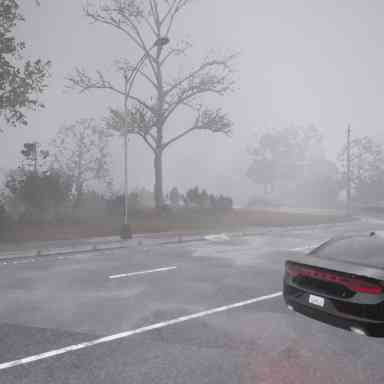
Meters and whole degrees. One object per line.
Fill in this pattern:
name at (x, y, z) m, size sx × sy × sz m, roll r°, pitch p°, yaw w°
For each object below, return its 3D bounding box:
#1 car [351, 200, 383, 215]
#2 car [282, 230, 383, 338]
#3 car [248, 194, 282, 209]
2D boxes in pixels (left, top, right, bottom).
car at (17.972, 1.492, 32.204) m, size 2.128 × 1.511 × 4.902 m, roll 0°, pitch 0°, yaw -32°
car at (3.906, 1.478, 6.414) m, size 5.008 × 1.535 × 1.882 m, roll 0°, pitch 0°, yaw -35°
car at (10.067, 1.258, 46.337) m, size 2.150 × 2.045 × 5.566 m, roll 0°, pitch -1°, yaw -27°
